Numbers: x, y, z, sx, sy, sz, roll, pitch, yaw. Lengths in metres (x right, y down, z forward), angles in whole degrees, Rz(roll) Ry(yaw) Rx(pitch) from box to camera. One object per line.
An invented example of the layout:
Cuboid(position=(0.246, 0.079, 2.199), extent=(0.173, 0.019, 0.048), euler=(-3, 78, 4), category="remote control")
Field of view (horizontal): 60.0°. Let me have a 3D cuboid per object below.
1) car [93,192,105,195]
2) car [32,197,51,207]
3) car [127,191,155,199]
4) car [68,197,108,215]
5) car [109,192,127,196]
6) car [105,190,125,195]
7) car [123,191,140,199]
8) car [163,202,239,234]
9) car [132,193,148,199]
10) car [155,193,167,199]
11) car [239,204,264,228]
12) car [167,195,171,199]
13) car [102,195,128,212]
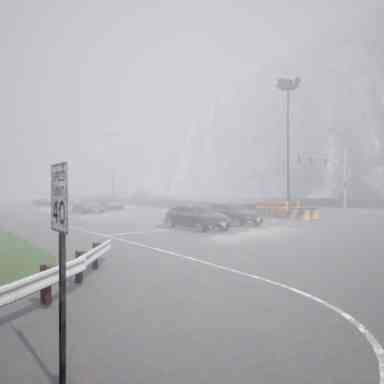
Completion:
Cuboid(position=(-20.870, 0.757, 74.765), extent=(2.097, 1.767, 4.553), euler=(0, 1, -38), category="car")
Cuboid(position=(-20.481, 1.396, 45.684), extent=(1.895, 1.301, 4.718), euler=(0, 1, -38), category="car")
Cuboid(position=(-10.358, 0.830, 67.151), extent=(2.150, 2.045, 5.566), euler=(0, 1, -38), category="car")
Cuboid(position=(-10.289, 1.441, 32.644), extent=(1.812, 1.442, 4.674), euler=(0, 0, -38), category="car")
Cuboid(position=(-14.527, 1.182, 66.803), extent=(1.895, 1.301, 4.718), euler=(0, 1, -38), category="car")
Cuboid(position=(-16.843, 0.660, 75.288), extent=(2.150, 2.045, 5.566), euler=(0, 1, -38), category="car")
Cuboid(position=(-14.058, 0.740, 77.407), extent=(2.097, 1.767, 4.553), euler=(0, 1, -38), category="car")
Cuboid(position=(0.200, 1.474, 19.387), extent=(1.837, 1.490, 4.892), euler=(0, 0, -38), category="car")
Cuboid(position=(-12.687, 0.901, 81.340), extent=(1.812, 1.442, 4.674), euler=(0, 1, -38), category="car")
Cuboid(position=(-7.898, 0.950, 69.524), extent=(2.097, 1.767, 4.553), euler=(0, 1, -38), category="car")
Cuboid(position=(2.525, 1.465, 22.089), extent=(1.837, 1.490, 4.892), euler=(0, 0, -38), category="car")
Cuboid(position=(-6.701, 1.147, 73.693), extent=(1.895, 1.301, 4.718), euler=(0, 1, -38), category="car")
Cuboid(position=(-9.481, 1.441, 37.279), extent=(2.033, 1.411, 5.357), euler=(0, 0, -38), category="car")
